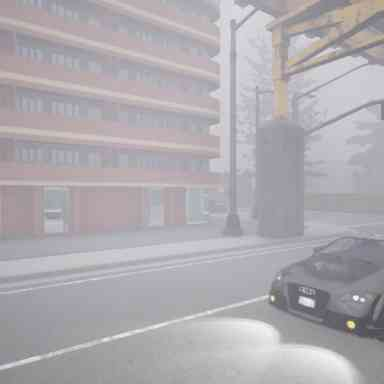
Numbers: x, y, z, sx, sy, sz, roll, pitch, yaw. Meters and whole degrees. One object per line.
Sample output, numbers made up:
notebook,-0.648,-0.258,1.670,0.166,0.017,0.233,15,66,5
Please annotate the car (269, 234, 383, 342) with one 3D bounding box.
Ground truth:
car,3.447,1.564,6.447,4.181,1.385,1.994,0,0,-35

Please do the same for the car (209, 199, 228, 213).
car,1.939,1.526,36.865,1.812,1.442,4.674,0,0,-35

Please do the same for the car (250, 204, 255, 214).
car,7.337,1.478,29.196,1.882,1.535,5.008,0,0,-35
